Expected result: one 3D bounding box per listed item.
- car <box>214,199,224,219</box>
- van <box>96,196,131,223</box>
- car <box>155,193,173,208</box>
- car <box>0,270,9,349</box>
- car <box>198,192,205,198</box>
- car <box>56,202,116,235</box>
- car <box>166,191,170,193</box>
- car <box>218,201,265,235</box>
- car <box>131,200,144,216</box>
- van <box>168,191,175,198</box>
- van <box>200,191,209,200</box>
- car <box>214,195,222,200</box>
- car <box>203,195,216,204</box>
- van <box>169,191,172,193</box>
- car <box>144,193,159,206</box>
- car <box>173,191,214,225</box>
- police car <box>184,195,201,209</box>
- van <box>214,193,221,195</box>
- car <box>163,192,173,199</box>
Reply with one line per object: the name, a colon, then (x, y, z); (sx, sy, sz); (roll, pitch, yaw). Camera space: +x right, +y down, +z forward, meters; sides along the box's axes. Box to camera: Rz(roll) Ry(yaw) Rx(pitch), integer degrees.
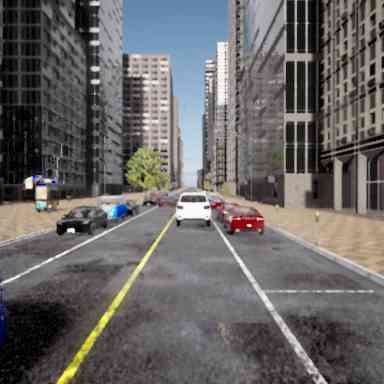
car: (2.678, 1.404, 23.474); (1.802, 1.307, 4.206); (0, 0, 0)
van: (-5.703, 1.163, 23.468); (1.690, 1.788, 3.998); (0, 0, 0)
car: (-3.111, 1.231, 42.170); (1.994, 1.385, 4.181); (0, 0, 0)
car: (-3.101, 1.210, 1.404); (2.150, 2.045, 5.566); (0, 0, 0)
car: (2.644, 0.798, 91.495); (1.947, 1.339, 4.313); (0, 1, 0)
car: (-5.700, 1.431, 17.802); (1.947, 1.339, 4.313); (0, 0, 0)
car: (-5.722, 1.033, 63.147); (1.887, 1.381, 4.507); (0, 0, 0)
car: (2.680, 1.409, 17.806); (1.887, 1.381, 4.507); (0, 0, 0)
car: (-5.705, 1.343, 29.139); (1.947, 1.339, 4.313); (0, 0, 0)
van: (-5.736, 0.574, 91.488); (1.690, 1.788, 3.998); (0, 1, 0)
van: (2.656, 0.781, 68.818); (1.690, 1.788, 3.998); (0, 1, 0)
car: (2.673, 1.311, 34.813); (1.802, 1.307, 4.206); (0, 0, 0)
car: (2.664, 1.130, 51.816); (1.887, 1.381, 4.507); (0, 0, 0)
van: (-5.725, 0.781, 68.814); (1.690, 1.788, 3.998); (0, 0, 0)
car: (-5.713, 1.199, 46.144); (1.947, 1.339, 4.313); (0, 0, 0)
car: (0.093, 1.053, 22.360); (2.150, 2.045, 5.566); (0, 1, 0)
police car: (0.079, 1.177, 41.185); (2.038, 1.542, 4.974); (0, 0, 0)
van: (2.670, 1.022, 40.479); (1.690, 1.788, 3.998); (0, 0, 0)
car: (-5.731, 0.779, 80.151); (1.967, 1.590, 4.097); (0, 1, 0)
